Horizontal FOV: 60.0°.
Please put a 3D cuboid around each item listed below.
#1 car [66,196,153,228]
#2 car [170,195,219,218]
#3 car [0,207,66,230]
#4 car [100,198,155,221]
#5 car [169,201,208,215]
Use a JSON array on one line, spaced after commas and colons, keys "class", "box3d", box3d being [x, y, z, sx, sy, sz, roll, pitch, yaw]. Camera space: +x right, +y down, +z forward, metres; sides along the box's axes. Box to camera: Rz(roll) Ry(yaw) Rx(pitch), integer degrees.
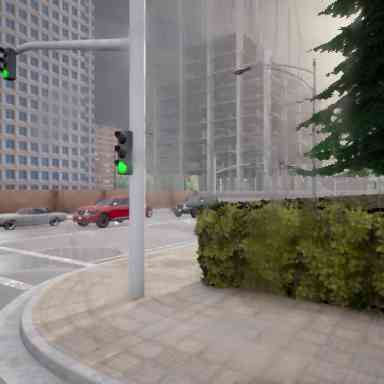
[{"class": "car", "box3d": [-5.508, 1.277, 23.168, 2.150, 2.045, 5.566, 0, 0, 33]}, {"class": "car", "box3d": [0.528, 1.277, 31.595, 2.150, 2.045, 5.566, 0, 0, 36]}, {"class": "car", "box3d": [-10.750, 1.656, 21.801, 1.895, 1.301, 4.718, 0, 0, 35]}, {"class": "car", "box3d": [-5.536, 1.407, 29.130, 2.097, 1.767, 4.553, 0, 0, 35]}, {"class": "car", "box3d": [-0.309, 1.656, 36.444, 1.895, 1.301, 4.718, 0, 0, 36]}]
